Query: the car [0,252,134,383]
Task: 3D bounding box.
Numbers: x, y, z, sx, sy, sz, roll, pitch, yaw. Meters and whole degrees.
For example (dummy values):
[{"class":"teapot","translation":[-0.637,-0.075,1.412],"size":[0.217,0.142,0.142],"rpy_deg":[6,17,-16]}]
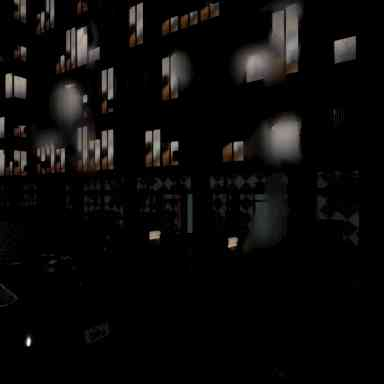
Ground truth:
[{"class":"car","translation":[-2.717,1.566,4.824],"size":[4.313,1.339,1.947],"rpy_deg":[0,0,36]}]
